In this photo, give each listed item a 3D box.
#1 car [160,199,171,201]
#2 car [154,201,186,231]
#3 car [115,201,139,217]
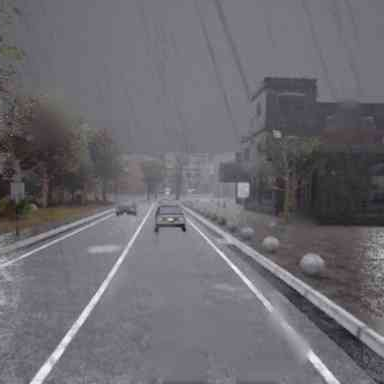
[{"bbox_3d":[-3.129,1.553,39.636,2.033,1.411,5.357,0,0,-5],"label":"car"},{"bbox_3d":[-1.383,1.550,20.628,2.033,1.411,5.357,0,0,-5],"label":"car"},{"bbox_3d":[-6.140,1.564,32.000,2.033,1.411,5.357,0,0,-5],"label":"car"}]
